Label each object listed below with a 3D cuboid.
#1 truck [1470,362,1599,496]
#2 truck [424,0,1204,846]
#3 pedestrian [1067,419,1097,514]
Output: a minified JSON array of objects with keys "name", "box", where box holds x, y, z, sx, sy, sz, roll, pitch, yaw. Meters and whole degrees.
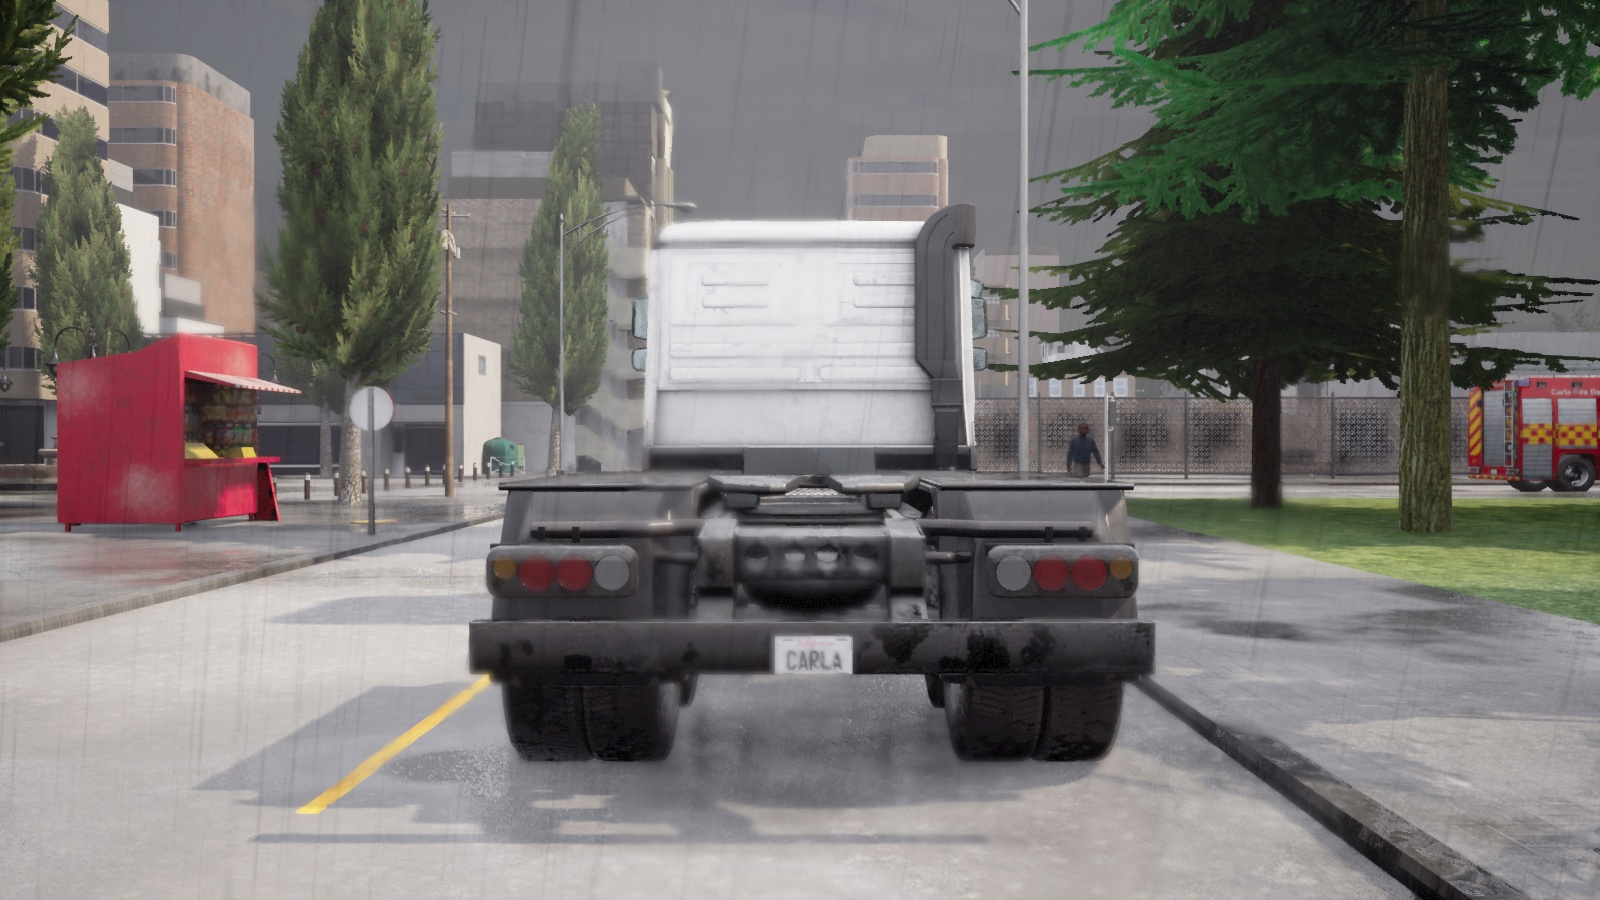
[{"name":"truck","box":[24.945,-0.609,37.322,8.468,3.827,2.891,0,0,0]},{"name":"truck","box":[0.072,-0.284,8.629,2.891,3.462,7.936,0,0,0]},{"name":"pedestrian","box":[5.536,0.321,24.670,0.370,1.835,0.726,0,0,-6]}]
